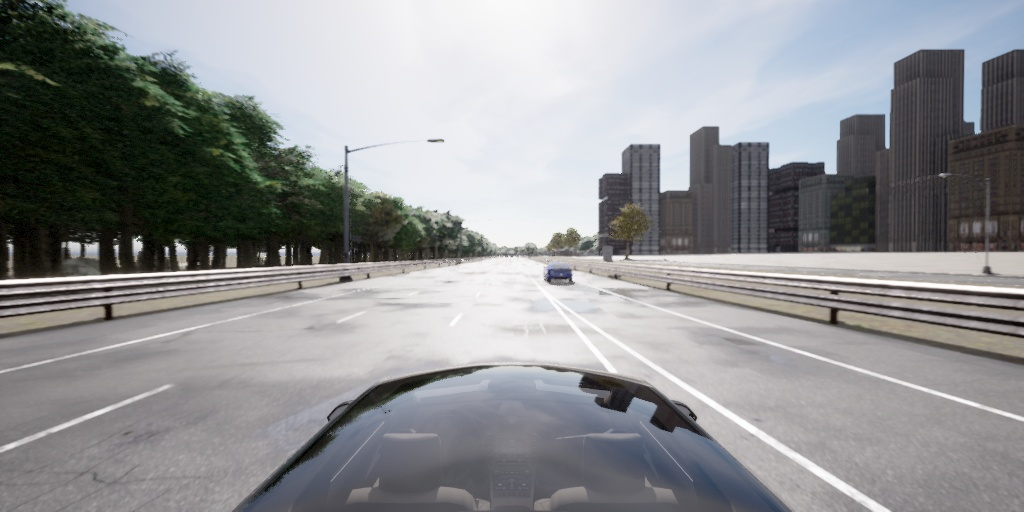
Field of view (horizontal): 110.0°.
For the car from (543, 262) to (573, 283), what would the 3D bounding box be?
[{"bbox_3d":[3.552,1.233,28.424,1.882,1.535,5.008,0,0,0],"label":"car"}]
